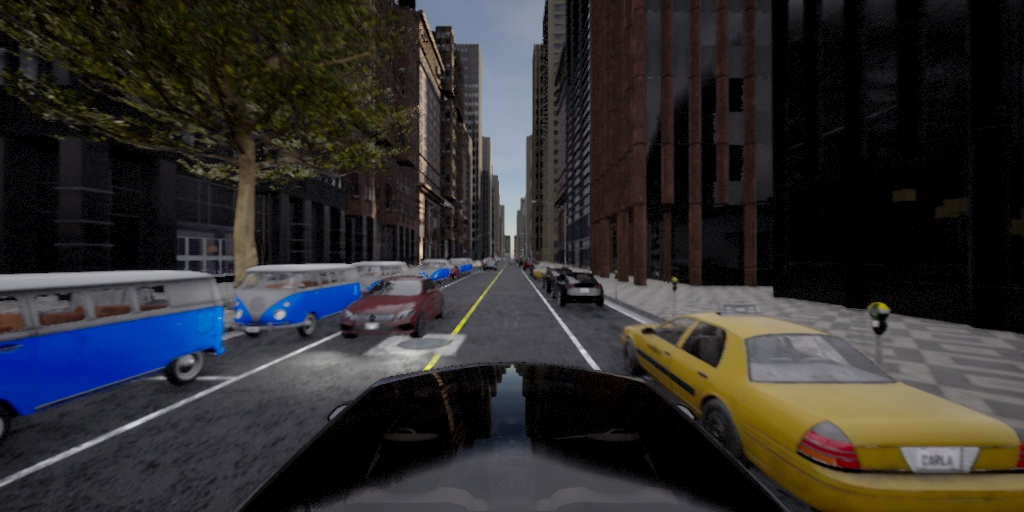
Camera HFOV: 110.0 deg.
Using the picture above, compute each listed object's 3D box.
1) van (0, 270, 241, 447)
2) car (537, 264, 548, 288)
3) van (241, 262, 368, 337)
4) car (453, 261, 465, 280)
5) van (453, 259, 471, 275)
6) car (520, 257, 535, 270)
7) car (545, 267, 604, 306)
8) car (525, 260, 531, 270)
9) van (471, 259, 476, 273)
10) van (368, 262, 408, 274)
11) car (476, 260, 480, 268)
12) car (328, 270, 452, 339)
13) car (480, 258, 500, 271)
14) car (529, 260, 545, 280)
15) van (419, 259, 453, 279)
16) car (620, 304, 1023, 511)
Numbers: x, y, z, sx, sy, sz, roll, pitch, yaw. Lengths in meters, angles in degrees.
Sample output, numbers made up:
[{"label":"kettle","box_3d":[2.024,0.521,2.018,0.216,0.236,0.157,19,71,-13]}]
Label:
[{"label":"van","box_3d":[-5.763,1.097,4.452,1.690,1.789,3.998,0,0,0]},{"label":"car","box_3d":[2.758,1.369,21.316,1.948,1.339,4.313,0,0,0]},{"label":"van","box_3d":[-5.765,1.112,10.070,1.690,1.789,3.998,0,0,0]},{"label":"car","box_3d":[-5.770,1.380,32.543,1.888,1.381,4.507,0,0,0]},{"label":"van","box_3d":[-5.772,1.193,38.161,1.690,1.789,3.998,0,0,0]},{"label":"car","box_3d":[2.749,1.220,55.029,2.192,1.841,5.009,0,0,0]},{"label":"car","box_3d":[2.759,1.354,15.698,1.948,1.339,4.313,0,0,0]},{"label":"car","box_3d":[2.753,1.419,38.172,1.948,1.339,4.313,0,0,0]},{"label":"van","box_3d":[-5.773,1.210,43.780,1.690,1.789,3.998,0,0,0]},{"label":"van","box_3d":[-5.766,1.128,15.688,1.690,1.789,3.998,0,0,0]},{"label":"car","box_3d":[-5.778,1.449,60.464,1.751,1.417,4.829,0,0,0]},{"label":"car","box_3d":[-3.103,1.298,10.270,1.812,1.442,4.674,0,0,0]},{"label":"car","box_3d":[-3.084,1.398,51.347,1.837,1.490,4.892,0,0,0]},{"label":"car","box_3d":[2.755,1.362,32.724,1.751,1.417,4.829,0,0,0]},{"label":"van","box_3d":[-5.769,1.160,26.925,1.690,1.789,3.998,0,0,0]},{"label":"car","box_3d":[2.762,1.283,4.630,1.751,1.417,4.829,0,0,0]}]
